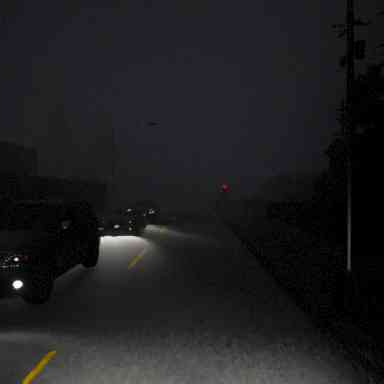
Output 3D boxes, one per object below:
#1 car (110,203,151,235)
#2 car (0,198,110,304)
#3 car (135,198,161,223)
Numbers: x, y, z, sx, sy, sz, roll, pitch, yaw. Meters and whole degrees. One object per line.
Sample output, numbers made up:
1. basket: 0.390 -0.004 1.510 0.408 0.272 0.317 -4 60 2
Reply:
1. car: -3.774 1.554 18.818 1.994 1.385 4.181 0 0 2
2. car: -3.973 1.208 8.455 2.150 2.045 5.566 0 0 1
3. car: -3.579 1.366 25.157 2.097 1.767 4.553 0 0 1
